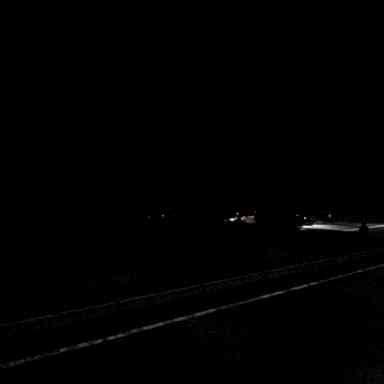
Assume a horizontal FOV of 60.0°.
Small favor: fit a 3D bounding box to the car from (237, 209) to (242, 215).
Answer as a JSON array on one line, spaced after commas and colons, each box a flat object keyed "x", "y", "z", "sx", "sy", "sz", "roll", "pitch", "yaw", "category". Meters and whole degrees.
[{"x": 2.687, "y": 1.787, "z": 34.647, "sx": 2.033, "sy": 1.411, "sz": 5.357, "roll": 0, "pitch": -1, "yaw": -42, "category": "car"}]

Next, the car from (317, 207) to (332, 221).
[{"x": 8.938, "y": 1.586, "z": 27.233, "sx": 2.128, "sy": 1.511, "sz": 4.902, "roll": 0, "pitch": -1, "yaw": -39, "category": "car"}]

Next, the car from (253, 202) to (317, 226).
[{"x": 6.580, "y": 1.651, "z": 24.583, "sx": 1.994, "sy": 1.385, "sz": 4.181, "roll": 0, "pitch": -1, "yaw": -39, "category": "car"}]
